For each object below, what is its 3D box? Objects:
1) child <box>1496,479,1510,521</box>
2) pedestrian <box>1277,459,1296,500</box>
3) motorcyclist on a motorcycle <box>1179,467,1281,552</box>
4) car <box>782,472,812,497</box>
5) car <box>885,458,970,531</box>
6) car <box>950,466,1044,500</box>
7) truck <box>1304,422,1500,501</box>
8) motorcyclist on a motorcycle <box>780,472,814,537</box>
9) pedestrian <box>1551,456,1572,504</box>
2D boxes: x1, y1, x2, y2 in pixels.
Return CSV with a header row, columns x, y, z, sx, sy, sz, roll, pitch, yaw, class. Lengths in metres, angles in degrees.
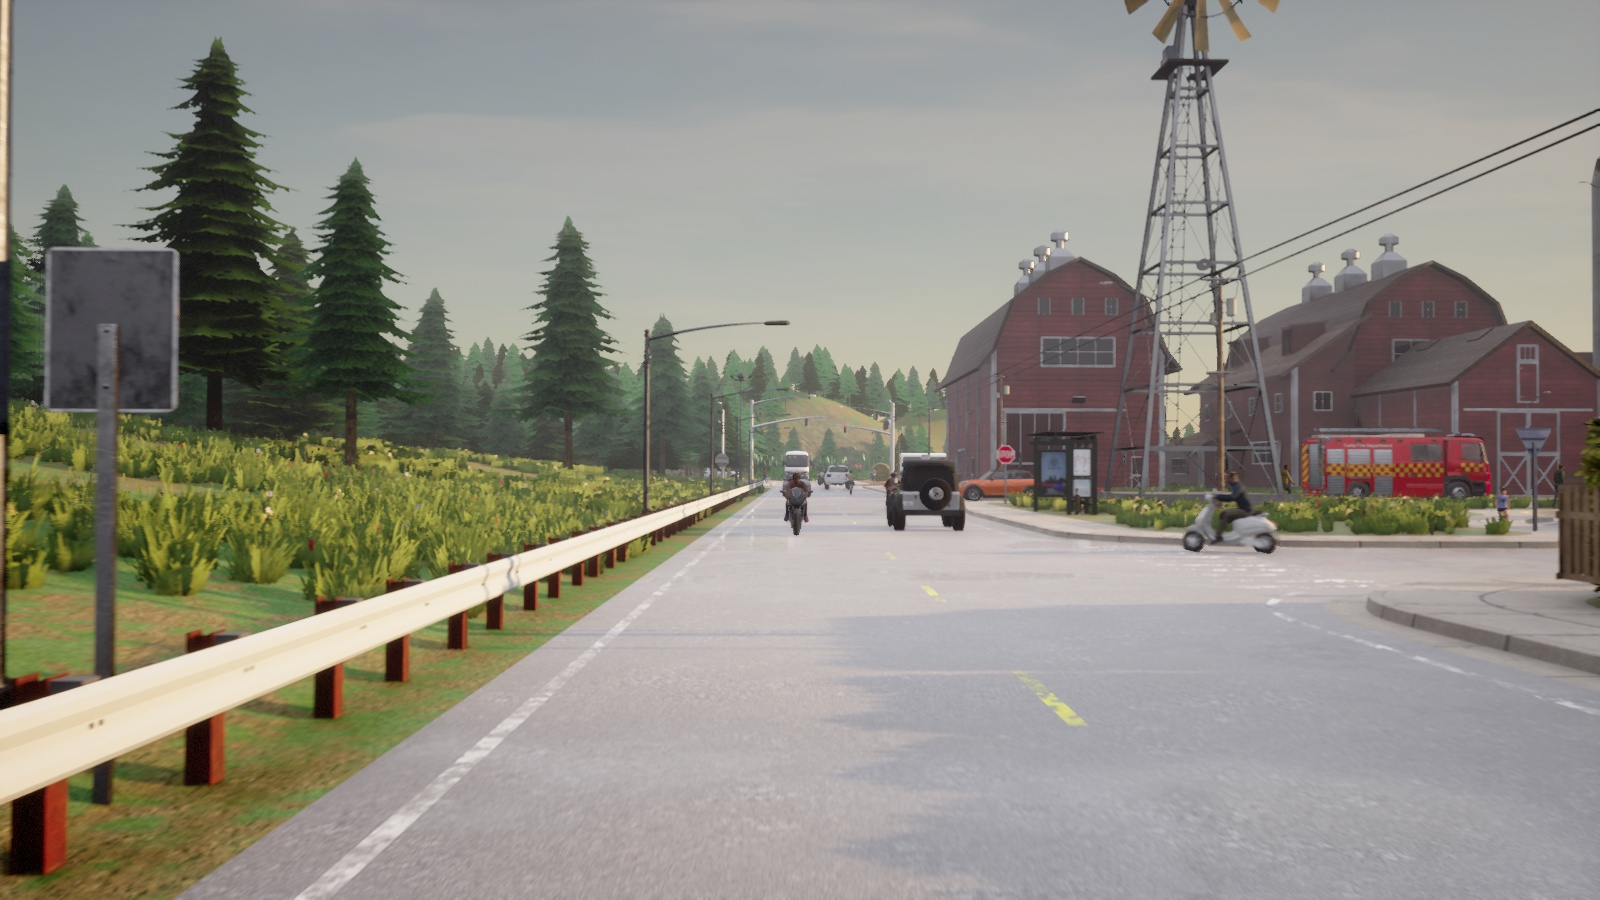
x,y,z,sx,sy,sz,roll,pitch,yaw,class
18.907,1.340,33.759,0.255,1.110,0.394,-1,-1,20,child
21.732,1.322,56.084,0.709,1.840,0.431,0,-1,5,pedestrian
8.304,1.142,24.324,1.817,1.590,0.866,-1,-3,18,motorcyclist on a motorcycle
-0.189,2.137,78.125,1.816,1.474,4.193,0,-1,0,car
3.415,1.173,34.322,1.905,1.878,3.866,0,-1,0,car
10.365,1.743,66.340,4.553,1.767,2.097,0,-1,-1,car
30.205,0.588,63.262,8.468,3.827,2.891,0,-1,-1,truck
-0.074,1.311,30.628,0.797,1.523,2.044,0,-1,0,motorcyclist on a motorcycle
29.864,1.169,49.258,0.614,1.847,0.353,0,-1,-14,pedestrian
